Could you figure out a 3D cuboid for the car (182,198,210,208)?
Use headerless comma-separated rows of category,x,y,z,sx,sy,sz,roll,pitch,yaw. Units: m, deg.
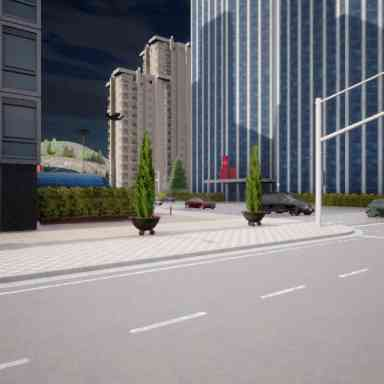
car,0.573,1.564,49.296,1.994,1.385,4.181,0,0,-37

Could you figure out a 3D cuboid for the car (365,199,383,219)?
car,16.759,1.351,27.023,2.097,1.767,4.553,0,0,-36

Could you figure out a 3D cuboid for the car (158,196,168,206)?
car,-6.477,1.492,53.125,2.128,1.511,4.902,0,0,-36

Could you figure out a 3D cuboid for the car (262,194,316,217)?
car,8.944,1.222,31.779,2.150,2.045,5.566,0,0,-36

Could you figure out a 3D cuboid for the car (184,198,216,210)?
car,1.011,1.478,42.733,1.882,1.535,5.008,0,0,-36

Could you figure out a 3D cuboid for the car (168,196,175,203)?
car,-5.354,1.498,69.722,2.128,1.511,4.902,0,0,-36
